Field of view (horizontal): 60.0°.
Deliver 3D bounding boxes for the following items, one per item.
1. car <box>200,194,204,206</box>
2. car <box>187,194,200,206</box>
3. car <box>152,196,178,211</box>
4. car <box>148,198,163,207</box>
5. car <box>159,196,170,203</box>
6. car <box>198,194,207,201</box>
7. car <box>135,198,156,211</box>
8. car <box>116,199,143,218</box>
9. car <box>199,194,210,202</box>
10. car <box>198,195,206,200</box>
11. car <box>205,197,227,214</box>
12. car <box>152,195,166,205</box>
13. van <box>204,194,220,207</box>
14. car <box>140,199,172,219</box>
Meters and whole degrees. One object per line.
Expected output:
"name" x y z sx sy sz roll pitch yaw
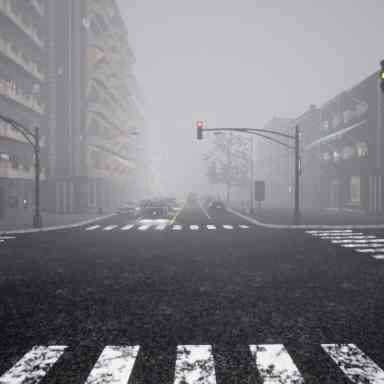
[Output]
"car" 2.686 1.420 52.264 1.967 1.590 4.097 0 0 0
"car" 0.081 1.524 55.737 2.033 1.411 5.357 0 0 2
"car" -3.099 1.535 38.645 2.033 1.411 5.357 0 0 0
"car" -5.693 1.562 52.271 1.802 1.307 4.206 0 0 0
"car" -5.693 1.551 68.872 1.802 1.307 4.206 0 0 0
"car" 2.686 1.396 85.464 1.967 1.590 4.097 0 0 0
"car" -5.693 1.531 41.204 1.887 1.381 4.507 0 0 0
"car" -5.694 1.542 30.137 2.008 1.369 4.403 0 0 0
"car" 2.685 1.280 74.398 2.192 1.841 5.009 0 0 0
"car" 2.687 1.495 90.998 1.887 1.381 4.507 0 0 0
"car" 2.687 1.555 35.663 1.947 1.339 4.313 0 0 0
"car" -5.695 1.417 57.804 1.967 1.590 4.097 0 0 0
"van" 2.685 1.327 41.196 1.690 1.788 3.998 0 0 0
"car" -3.109 1.556 29.297 1.994 1.385 4.181 0 0 -1
